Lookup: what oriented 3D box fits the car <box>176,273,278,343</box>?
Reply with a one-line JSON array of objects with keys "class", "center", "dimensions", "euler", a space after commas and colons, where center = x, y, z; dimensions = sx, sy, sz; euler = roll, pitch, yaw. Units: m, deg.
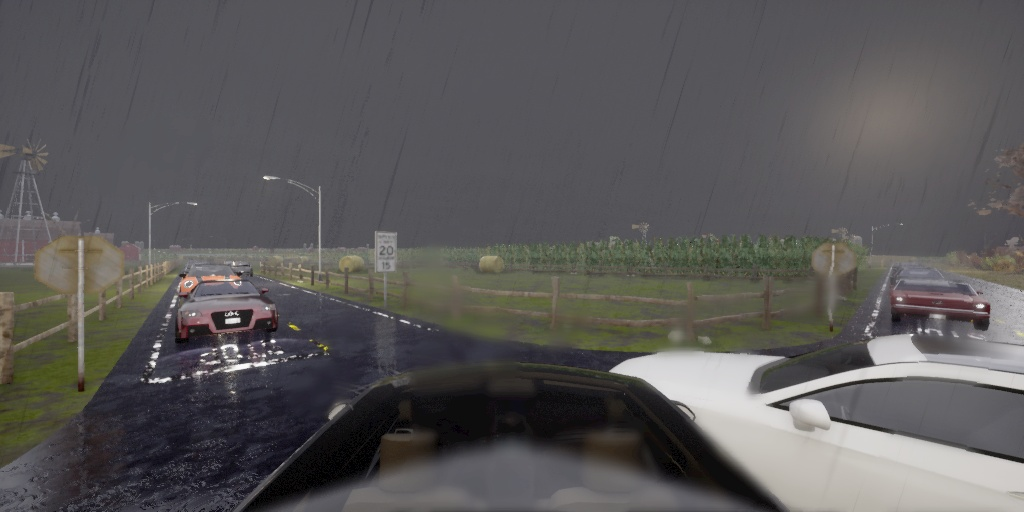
[{"class": "car", "center": [-7.965, 1.355, 9.966], "dimensions": [1.994, 1.385, 4.181], "euler": [0, 0, -43]}]

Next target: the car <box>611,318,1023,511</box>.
[{"class": "car", "center": [2.833, 1.294, 2.405], "dimensions": [1.812, 1.442, 4.674], "euler": [0, 1, -44]}]

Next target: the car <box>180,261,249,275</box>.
[{"class": "car", "center": [-13.757, 1.141, 16.435], "dimensions": [2.097, 1.767, 4.553], "euler": [0, 0, -42]}]

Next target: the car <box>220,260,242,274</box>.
[{"class": "car", "center": [-33.809, 1.306, 43.072], "dimensions": [1.837, 1.490, 4.892], "euler": [0, 0, -42]}]

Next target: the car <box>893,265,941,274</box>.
[{"class": "car", "center": [20.551, 1.365, 18.075], "dimensions": [5.357, 1.411, 2.033], "euler": [0, 1, -43]}]

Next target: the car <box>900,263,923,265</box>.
[{"class": "car", "center": [27.290, 1.403, 24.346], "dimensions": [4.181, 1.385, 1.994], "euler": [0, 1, -43]}]

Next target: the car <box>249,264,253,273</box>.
[{"class": "car", "center": [-27.070, 1.284, 35.631], "dimensions": [2.128, 1.511, 4.902], "euler": [0, 0, -42]}]

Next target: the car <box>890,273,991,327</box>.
[{"class": "car", "center": [13.490, 1.399, 11.494], "dimensions": [4.718, 1.301, 1.895], "euler": [0, 1, -43]}]
